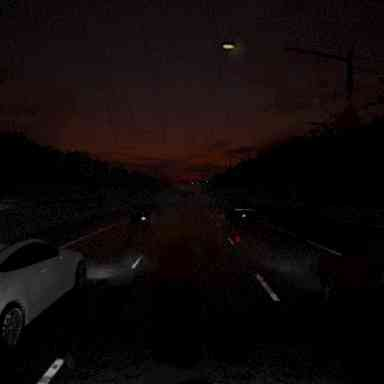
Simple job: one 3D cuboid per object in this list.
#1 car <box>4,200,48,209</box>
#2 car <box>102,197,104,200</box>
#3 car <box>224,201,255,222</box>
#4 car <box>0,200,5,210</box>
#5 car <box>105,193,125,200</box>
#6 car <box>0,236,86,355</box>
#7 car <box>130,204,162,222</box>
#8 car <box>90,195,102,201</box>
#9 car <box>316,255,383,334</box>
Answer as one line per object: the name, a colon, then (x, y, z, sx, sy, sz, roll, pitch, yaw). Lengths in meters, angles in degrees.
car: (-14.077, 1.481, 29.238, 1.812, 1.442, 4.674, 0, 0, 0)
car: (-17.452, 1.410, 72.472, 1.994, 1.385, 4.181, 0, 0, 0)
car: (3.617, 1.451, 25.564, 2.128, 1.511, 4.902, 0, 0, 0)
car: (-17.574, 1.479, 31.862, 1.812, 1.442, 4.674, 0, 0, 0)
car: (-13.961, 1.188, 61.830, 2.150, 2.045, 5.566, 0, 1, 0)
car: (-3.395, 1.515, 5.928, 1.812, 1.442, 4.674, 0, 0, 0)
car: (-3.383, 1.561, 25.456, 1.895, 1.301, 4.718, 0, 0, 0)
car: (-20.951, 1.455, 73.935, 2.033, 1.411, 5.357, 0, 0, 0)
car: (3.603, 1.591, 5.097, 1.895, 1.301, 4.718, 0, 0, 0)
